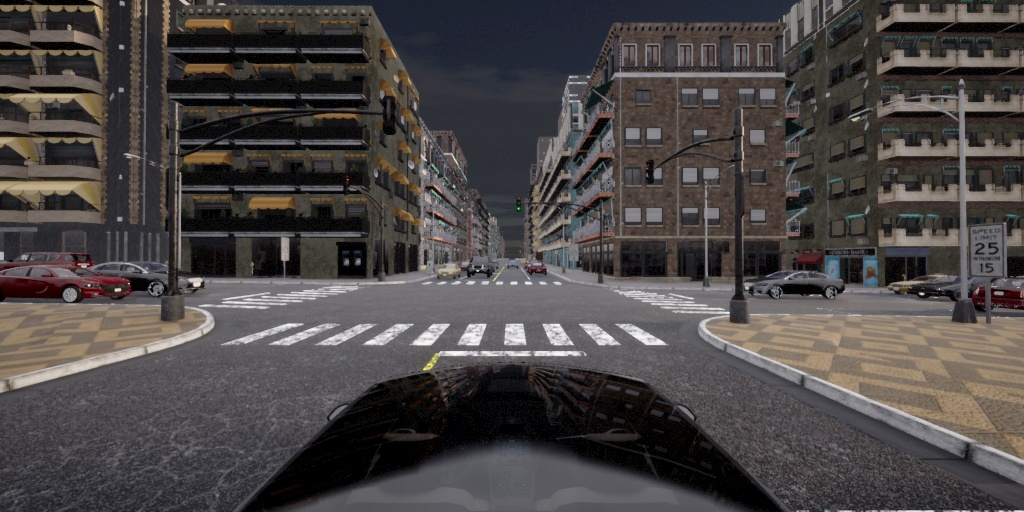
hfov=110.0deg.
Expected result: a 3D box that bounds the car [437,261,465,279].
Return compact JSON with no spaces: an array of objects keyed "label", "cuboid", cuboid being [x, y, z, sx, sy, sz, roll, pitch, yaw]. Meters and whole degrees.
[{"label":"car","cuboid":[-5.671,1.285,32.588,1.751,1.417,4.829,0,0,0]}]

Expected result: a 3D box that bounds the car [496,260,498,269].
[{"label":"car","cuboid":[-3.072,1.269,45.205,1.837,1.490,4.892,0,0,0]}]

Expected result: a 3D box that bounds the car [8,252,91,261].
[{"label":"car","cuboid":[-28.634,0.688,21.924,5.009,1.841,2.192,0,0,0]}]

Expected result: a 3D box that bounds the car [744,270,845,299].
[{"label":"car","cuboid":[15.316,1.524,19.647,4.902,1.511,2.128,1,-1,-1]}]

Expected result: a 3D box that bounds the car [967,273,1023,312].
[{"label":"car","cuboid":[20.842,1.501,13.921,4.097,1.591,1.967,0,0,0]}]

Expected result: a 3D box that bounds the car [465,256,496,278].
[{"label":"car","cuboid":[-3.079,0.982,35.165,2.150,2.045,5.566,0,0,0]}]

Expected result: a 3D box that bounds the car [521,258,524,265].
[{"label":"car","cuboid":[2.724,1.351,54.833,1.802,1.307,4.207,0,0,0]}]

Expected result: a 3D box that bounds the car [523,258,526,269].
[{"label":"car","cuboid":[2.717,1.204,43.786,1.967,1.591,4.097,0,0,0]}]

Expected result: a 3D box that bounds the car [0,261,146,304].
[{"label":"car","cuboid":[-17.255,1.012,13.623,4.507,1.381,1.888,0,0,0]}]

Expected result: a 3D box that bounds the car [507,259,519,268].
[{"label":"car","cuboid":[0.140,1.319,59.273,2.033,1.411,5.357,0,0,-1]}]

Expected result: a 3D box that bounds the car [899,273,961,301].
[{"label":"car","cuboid":[25.176,1.734,19.711,5.357,1.411,2.033,1,-1,0]}]

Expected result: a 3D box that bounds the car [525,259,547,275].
[{"label":"car","cuboid":[2.714,1.307,38.262,1.888,1.381,4.507,0,0,0]}]

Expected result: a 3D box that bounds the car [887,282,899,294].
[{"label":"car","cuboid":[26.259,1.757,22.273,4.829,1.417,1.751,0,0,0]}]

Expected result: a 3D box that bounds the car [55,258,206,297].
[{"label":"car","cuboid":[-16.739,0.993,16.230,4.902,1.511,2.128,1,-1,-1]}]
